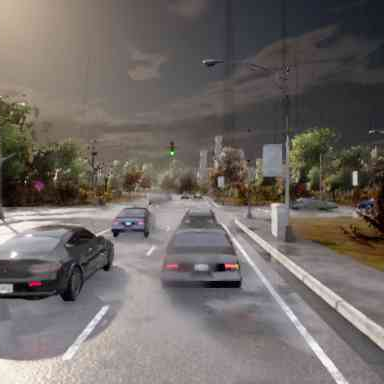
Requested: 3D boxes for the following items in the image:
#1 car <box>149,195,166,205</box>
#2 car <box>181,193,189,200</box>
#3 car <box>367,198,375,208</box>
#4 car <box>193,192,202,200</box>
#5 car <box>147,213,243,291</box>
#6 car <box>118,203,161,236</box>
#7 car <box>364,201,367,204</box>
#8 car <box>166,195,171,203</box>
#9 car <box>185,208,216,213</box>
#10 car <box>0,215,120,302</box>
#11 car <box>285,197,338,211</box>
[{"bbox_3d":[-6.024,1.487,55.657,2.033,1.411,5.357,0,0,1],"label":"car"},{"bbox_3d":[-1.838,1.271,85.550,1.895,1.301,4.718,0,1,1],"label":"car"},{"bbox_3d":[23.496,1.531,39.179,4.181,1.385,1.994,0,0,-1],"label":"car"},{"bbox_3d":[1.667,1.201,85.798,1.812,1.442,4.674,0,1,1],"label":"car"},{"bbox_3d":[0.232,1.558,9.187,2.033,1.411,5.357,0,0,1],"label":"car"},{"bbox_3d":[-3.093,1.549,18.339,2.033,1.411,5.357,0,0,-1],"label":"car"},{"bbox_3d":[23.701,1.439,42.694,5.008,1.535,1.882,0,0,-2],"label":"car"},{"bbox_3d":[-5.776,1.441,65.346,1.812,1.442,4.674,0,0,2],"label":"car"},{"bbox_3d":[0.502,1.600,19.926,1.895,1.301,4.718,0,0,3],"label":"car"},{"bbox_3d":[-3.281,1.535,8.178,1.812,1.442,4.674,0,0,1],"label":"car"},{"bbox_3d":[14.164,1.515,38.847,5.357,1.411,2.033,0,0,-2],"label":"car"}]
